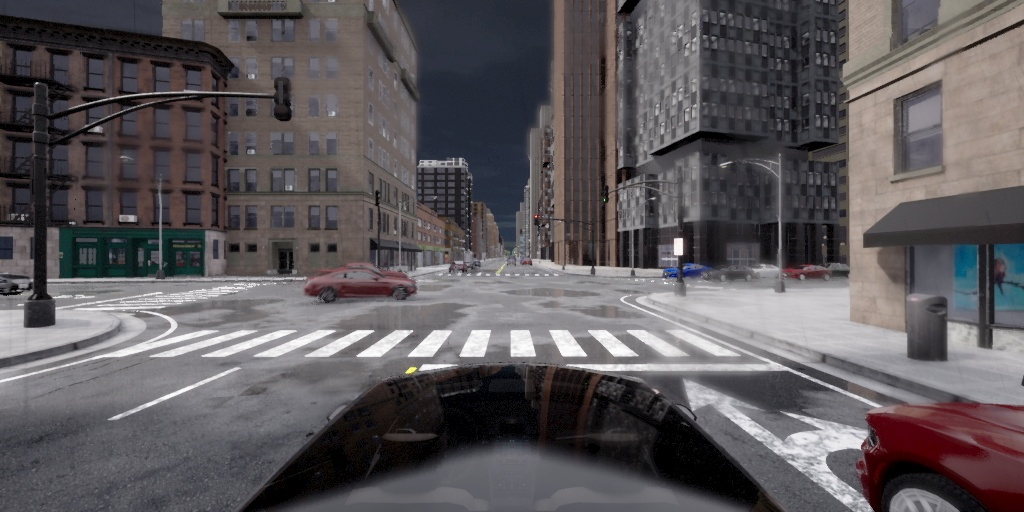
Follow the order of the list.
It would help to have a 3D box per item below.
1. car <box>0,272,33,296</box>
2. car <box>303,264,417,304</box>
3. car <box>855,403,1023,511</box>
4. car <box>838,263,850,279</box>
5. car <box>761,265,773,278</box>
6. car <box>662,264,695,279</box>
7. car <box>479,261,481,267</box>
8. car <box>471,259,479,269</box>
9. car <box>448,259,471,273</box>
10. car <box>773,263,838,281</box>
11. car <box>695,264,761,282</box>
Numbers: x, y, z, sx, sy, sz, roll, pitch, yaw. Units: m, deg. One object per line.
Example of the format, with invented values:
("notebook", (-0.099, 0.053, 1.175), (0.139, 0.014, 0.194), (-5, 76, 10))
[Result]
("car", (-22.804, 0.971, 14.315), (4.902, 1.511, 2.128), (1, 0, -17))
("car", (-6.678, 1.251, 16.067), (4.674, 1.442, 1.812), (1, 2, -19))
("car", (3.352, 1.228, 0.423), (1.882, 1.535, 5.008), (0, 0, 0))
("car", (35.023, 1.570, 39.641), (4.553, 1.767, 2.097), (1, 0, -13))
("car", (26.014, 1.639, 37.360), (4.674, 1.442, 1.812), (1, 0, -15))
("car", (17.031, 1.487, 34.791), (5.008, 1.535, 1.882), (1, 0, -16))
("car", (-6.664, 1.326, 64.650), (1.994, 1.385, 4.181), (0, 0, 0))
("car", (-6.676, 1.252, 54.688), (2.128, 1.511, 4.902), (0, 0, 0))
("car", (-6.666, 1.284, 44.727), (1.812, 1.442, 4.674), (0, 0, 0))
("car", (28.334, 1.593, 34.618), (5.008, 1.535, 1.882), (1, 0, -15))
("car", (19.283, 1.514, 32.048), (4.892, 1.490, 1.837), (1, 0, -17))
